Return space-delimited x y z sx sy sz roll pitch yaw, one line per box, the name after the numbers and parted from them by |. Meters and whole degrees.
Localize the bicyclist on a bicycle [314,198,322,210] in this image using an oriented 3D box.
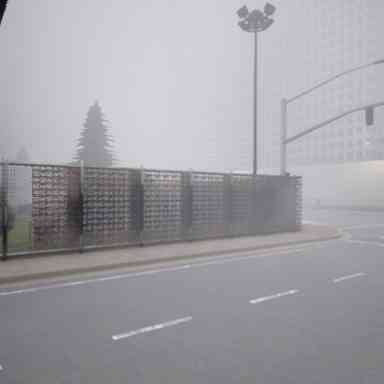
16.033 1.525 42.361 1.656 1.620 0.582 0 0 -35 | bicyclist on a bicycle
